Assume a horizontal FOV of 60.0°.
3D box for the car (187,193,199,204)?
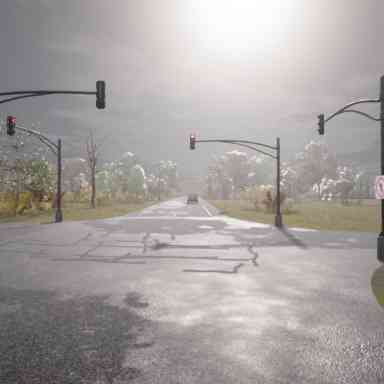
[{"bbox_3d":[0.176,1.292,67.639,2.150,2.045,5.566,0,0,0],"label":"car"}]
